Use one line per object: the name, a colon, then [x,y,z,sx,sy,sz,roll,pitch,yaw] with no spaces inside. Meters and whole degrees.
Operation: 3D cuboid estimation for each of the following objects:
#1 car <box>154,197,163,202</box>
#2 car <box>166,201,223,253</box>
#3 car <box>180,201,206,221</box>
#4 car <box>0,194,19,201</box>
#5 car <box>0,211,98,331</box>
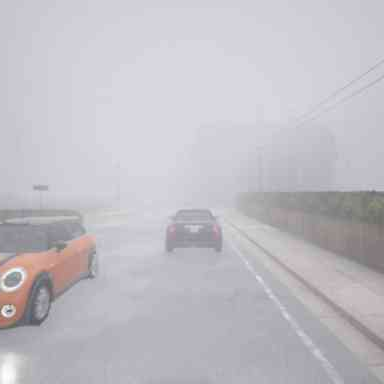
car: [-7.938,1.787,78.815,1.895,1.301,4.718,0,0,-3]
car: [0.082,1.388,13.990,2.097,1.767,4.553,0,0,0]
car: [0.075,1.563,29.320,2.128,1.511,4.902,0,0,0]
car: [-35.374,1.376,62.135,5.566,2.045,2.150,0,0,0]
car: [-3.581,1.371,7.093,2.097,1.767,4.553,0,0,0]
